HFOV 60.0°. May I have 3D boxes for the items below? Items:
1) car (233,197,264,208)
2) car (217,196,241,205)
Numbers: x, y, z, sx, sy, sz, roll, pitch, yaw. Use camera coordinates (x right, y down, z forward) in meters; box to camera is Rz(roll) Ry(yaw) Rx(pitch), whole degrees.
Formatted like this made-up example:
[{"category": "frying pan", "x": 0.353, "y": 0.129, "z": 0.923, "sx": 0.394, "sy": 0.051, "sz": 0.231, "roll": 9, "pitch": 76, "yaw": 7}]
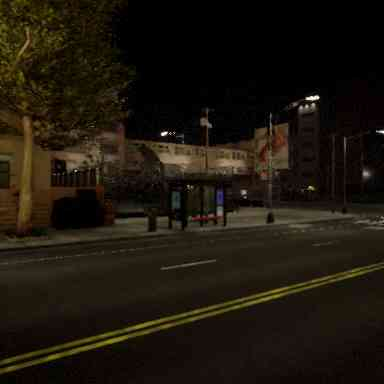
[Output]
[{"category": "car", "x": 7.904, "y": 1.453, "z": 46.916, "sx": 2.097, "sy": 1.535, "sz": 5.008, "roll": 0, "pitch": 0, "yaw": -35}, {"category": "car", "x": 6.571, "y": 1.531, "z": 59.886, "sx": 1.994, "sy": 1.385, "sz": 4.181, "roll": 0, "pitch": 0, "yaw": -35}]
